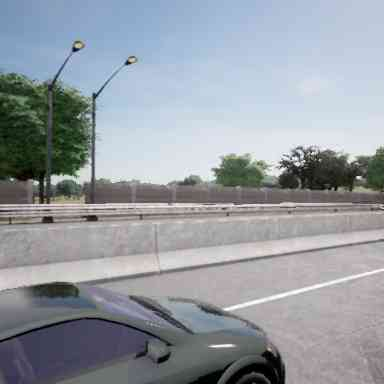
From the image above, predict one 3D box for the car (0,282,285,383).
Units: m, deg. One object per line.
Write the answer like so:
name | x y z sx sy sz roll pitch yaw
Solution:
car | -1.090 1.574 2.969 4.181 1.385 1.994 1 0 -36
